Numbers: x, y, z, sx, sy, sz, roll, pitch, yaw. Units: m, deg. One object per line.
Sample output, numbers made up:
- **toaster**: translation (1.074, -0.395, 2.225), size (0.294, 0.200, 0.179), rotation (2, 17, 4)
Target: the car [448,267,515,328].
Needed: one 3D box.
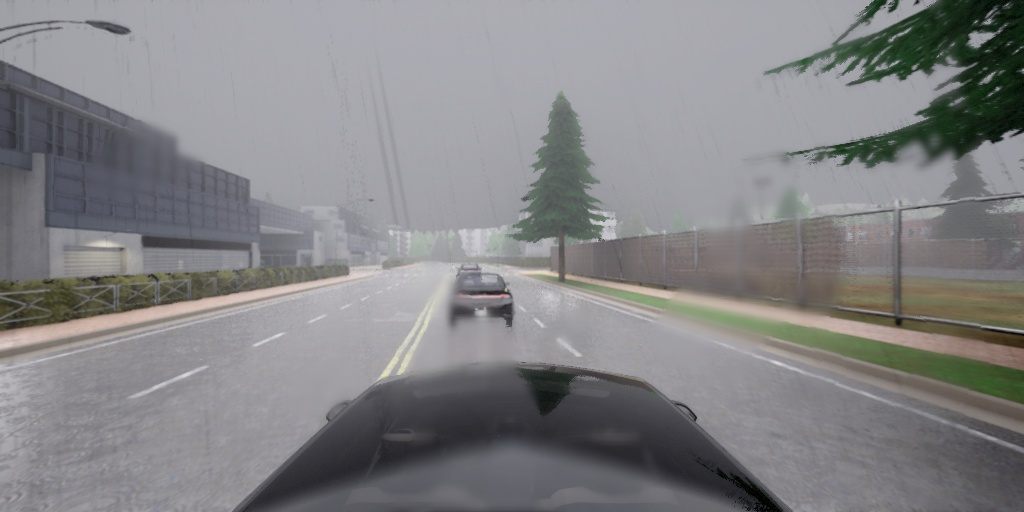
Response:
- **car**: translation (-1.033, 1.281, 11.571), size (2.128, 1.511, 4.902), rotation (0, 0, -7)

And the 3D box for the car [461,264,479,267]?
- **car**: translation (-3.377, 1.350, 28.554), size (2.128, 1.511, 4.902), rotation (0, 0, -8)
